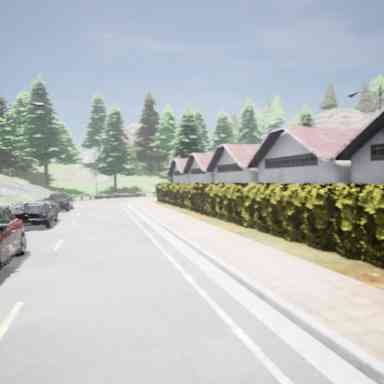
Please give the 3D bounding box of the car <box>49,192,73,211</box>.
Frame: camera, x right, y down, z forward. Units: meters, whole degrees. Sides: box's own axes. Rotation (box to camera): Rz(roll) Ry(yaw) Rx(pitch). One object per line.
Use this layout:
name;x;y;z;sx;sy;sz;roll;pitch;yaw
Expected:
car;-11.104;0.794;27.887;1.837;1.490;4.892;-2;2;-14

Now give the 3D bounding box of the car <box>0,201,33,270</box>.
car;-5.883;1.220;8.712;2.097;1.767;4.553;-2;2;-15

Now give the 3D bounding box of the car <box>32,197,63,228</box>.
car;-8.521;1.183;18.236;1.895;1.301;4.718;-2;2;-15
